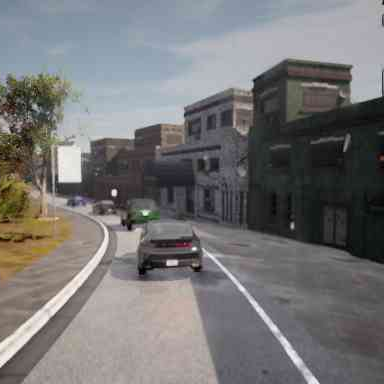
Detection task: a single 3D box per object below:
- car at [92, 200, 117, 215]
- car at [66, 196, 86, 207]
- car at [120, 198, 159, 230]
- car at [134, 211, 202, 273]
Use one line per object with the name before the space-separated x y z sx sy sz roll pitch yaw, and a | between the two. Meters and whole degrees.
car | -9.760 1.664 36.914 1.837 1.490 4.892 -2 2 -29
car | -16.605 1.320 47.763 1.812 1.442 4.674 -2 4 -34
car | -3.778 1.475 23.740 2.150 2.045 5.566 -1 0 -18
car | -0.825 1.623 11.146 1.837 1.490 4.892 -1 0 -7
